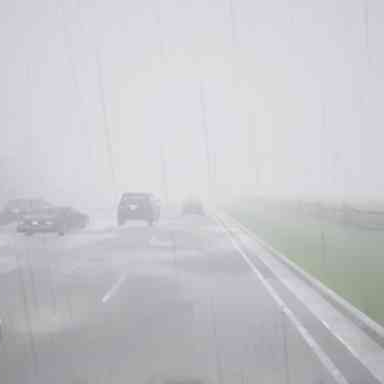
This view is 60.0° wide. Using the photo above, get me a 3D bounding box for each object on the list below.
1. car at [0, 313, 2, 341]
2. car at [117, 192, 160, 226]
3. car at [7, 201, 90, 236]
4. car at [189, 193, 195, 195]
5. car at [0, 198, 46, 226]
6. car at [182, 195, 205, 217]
[{"bbox_3d":[-3.400,1.482,2.387,1.837,1.490,4.892,0,1,0],"label":"car"},{"bbox_3d":[-3.396,1.021,21.859,2.150,2.045,5.566,0,1,0],"label":"car"},{"bbox_3d":[-6.898,1.389,17.123,2.033,1.411,5.357,0,1,0],"label":"car"},{"bbox_3d":[0.016,0.984,51.438,1.801,1.575,5.366,0,0,0],"label":"car"},{"bbox_3d":[-10.395,1.151,21.761,2.097,1.767,4.553,0,0,0],"label":"car"},{"bbox_3d":[0.087,1.265,28.400,1.812,1.442,4.674,0,1,0],"label":"car"}]
